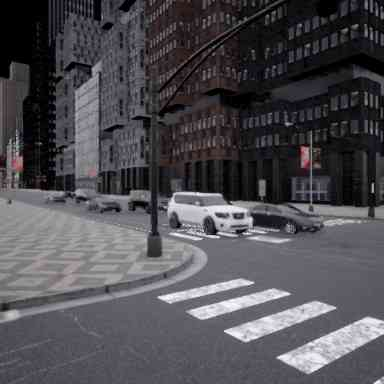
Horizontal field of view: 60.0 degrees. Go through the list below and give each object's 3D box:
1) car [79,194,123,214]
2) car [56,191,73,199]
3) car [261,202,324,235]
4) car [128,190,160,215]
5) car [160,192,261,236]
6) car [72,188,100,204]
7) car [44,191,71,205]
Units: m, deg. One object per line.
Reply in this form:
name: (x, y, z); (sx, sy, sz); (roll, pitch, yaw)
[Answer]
car: (-8.175, 1.157, 30.343); (2.033, 1.411, 5.357); (0, 1, -36)
car: (-24.997, 0.528, 65.071); (1.837, 1.490, 4.892); (0, 1, -36)
car: (4.716, 1.356, 18.048); (1.837, 1.490, 4.892); (0, 1, -36)
car: (-3.837, 0.865, 29.888); (2.150, 2.045, 5.566); (0, 1, -36)
car: (0.733, 1.047, 17.699); (2.150, 2.045, 5.566); (0, 1, -33)
car: (-13.344, 0.623, 43.068); (2.150, 2.045, 5.566); (0, 2, -36)
car: (-18.385, 0.901, 44.529); (2.033, 1.411, 5.357); (0, 1, -35)
